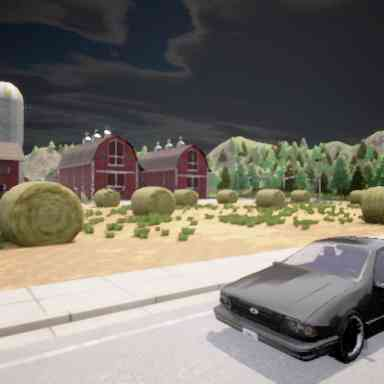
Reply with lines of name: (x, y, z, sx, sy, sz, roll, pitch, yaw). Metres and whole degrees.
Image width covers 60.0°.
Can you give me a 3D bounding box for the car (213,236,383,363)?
car: (2.966, 1.567, 6.088, 5.357, 1.411, 2.033, 0, 0, -35)
